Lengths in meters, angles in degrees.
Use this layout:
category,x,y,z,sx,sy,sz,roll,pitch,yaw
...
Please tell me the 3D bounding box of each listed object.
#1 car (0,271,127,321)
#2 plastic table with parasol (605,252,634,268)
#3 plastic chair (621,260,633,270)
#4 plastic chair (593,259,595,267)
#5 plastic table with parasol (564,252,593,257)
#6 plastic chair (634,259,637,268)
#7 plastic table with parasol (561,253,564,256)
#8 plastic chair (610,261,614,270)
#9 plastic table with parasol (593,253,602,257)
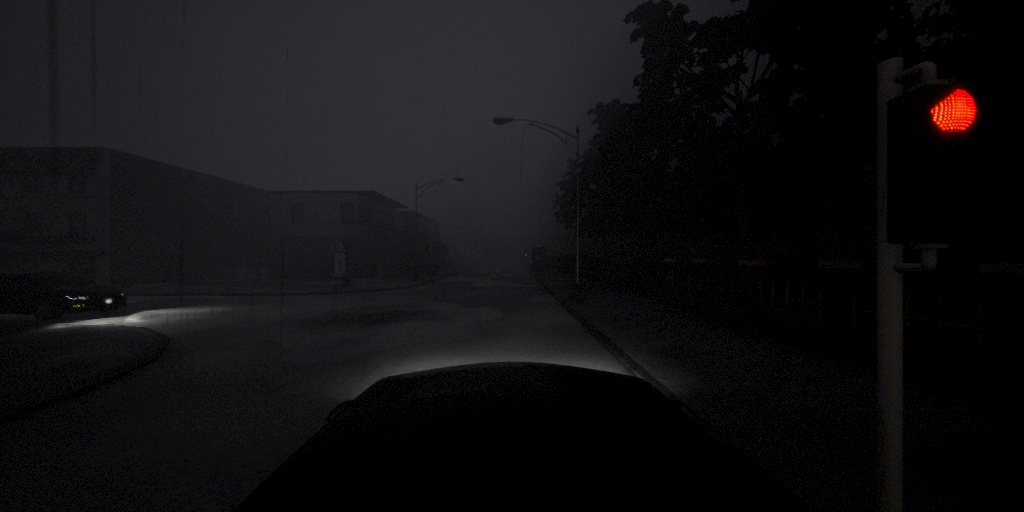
category,x,y,z,sx,sy,sz,roll,pitch,yaw
car,-15.821,1.253,11.910,4.892,1.490,1.837,0,0,0
plastic table with parasol,15.289,0.688,51.182,2.482,2.480,2.482,0,0,-40
plastic chair,16.022,1.290,50.184,0.750,1.272,0.730,0,0,-40
plastic chair,13.715,1.297,58.508,0.730,1.272,0.750,0,0,-35
plastic table with parasol,9.970,0.677,53.921,2.482,2.480,2.482,0,0,-40
plastic chair,18.643,1.154,54.631,0.750,1.272,0.730,0,0,-39
plastic table with parasol,10.680,0.697,62.362,2.482,2.480,2.482,0,0,-40
plastic chair,14.316,1.299,50.280,0.730,1.272,0.750,0,0,-35
plastic table with parasol,14.667,0.665,59.396,2.482,2.480,2.482,0,0,-42
